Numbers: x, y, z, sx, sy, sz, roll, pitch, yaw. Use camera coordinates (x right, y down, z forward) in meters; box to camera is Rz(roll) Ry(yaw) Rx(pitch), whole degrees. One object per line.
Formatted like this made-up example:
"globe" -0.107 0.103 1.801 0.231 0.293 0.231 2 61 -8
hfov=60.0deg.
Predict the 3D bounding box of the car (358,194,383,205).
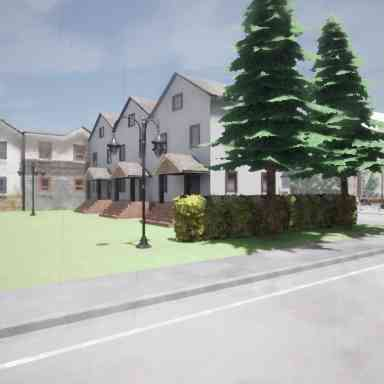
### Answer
"car" 27.232 1.096 49.238 1.932 1.855 4.605 0 0 -36

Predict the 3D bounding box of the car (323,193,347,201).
"car" 32.105 1.095 74.691 1.932 1.855 4.605 0 0 -36
